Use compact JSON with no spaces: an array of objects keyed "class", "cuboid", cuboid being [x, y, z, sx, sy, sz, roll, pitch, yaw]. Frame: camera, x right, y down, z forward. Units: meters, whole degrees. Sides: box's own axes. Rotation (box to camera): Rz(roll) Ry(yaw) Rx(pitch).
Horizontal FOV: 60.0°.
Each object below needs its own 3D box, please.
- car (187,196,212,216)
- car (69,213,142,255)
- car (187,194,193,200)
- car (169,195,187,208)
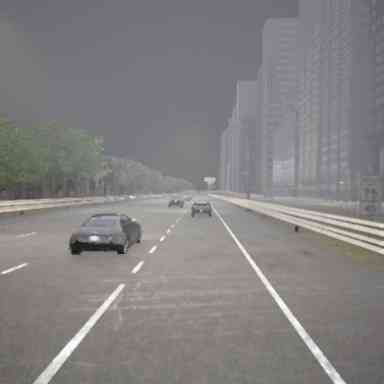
[{"class":"car","cuboid":[0.935,1.492,32.615,2.128,1.511,4.902,0,0,2]},{"class":"car","cuboid":[-3.248,1.538,13.251,1.994,1.385,4.181,0,0,2]},{"class":"car","cuboid":[-1.458,1.557,78.937,2.128,1.511,4.902,0,0,1]},{"class":"car","cuboid":[-2.221,1.332,48.873,2.097,1.767,4.553,0,0,2]}]
